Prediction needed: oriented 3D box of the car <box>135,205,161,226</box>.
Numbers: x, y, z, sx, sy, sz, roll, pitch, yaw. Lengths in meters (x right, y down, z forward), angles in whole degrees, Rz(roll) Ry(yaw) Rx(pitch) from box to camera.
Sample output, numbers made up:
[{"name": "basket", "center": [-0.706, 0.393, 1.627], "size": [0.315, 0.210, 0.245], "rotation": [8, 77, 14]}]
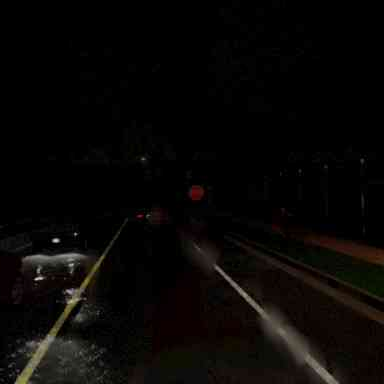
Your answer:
[{"name": "car", "center": [-3.356, 1.730, 25.548], "size": [2.033, 1.411, 5.357], "rotation": [-1, 0, -8]}]

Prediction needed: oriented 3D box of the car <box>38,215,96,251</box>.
[{"name": "car", "center": [-5.592, 1.744, 15.046], "size": [1.994, 1.385, 4.181], "rotation": [-1, 0, -7]}]

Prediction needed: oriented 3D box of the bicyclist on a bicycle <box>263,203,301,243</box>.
[{"name": "bicyclist on a bicycle", "center": [3.658, 1.282, 13.577], "size": [1.656, 1.620, 0.582], "rotation": [-1, 0, -8]}]

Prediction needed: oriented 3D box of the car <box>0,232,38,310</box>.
[{"name": "car", "center": [-4.242, 1.633, 5.333], "size": [1.812, 1.442, 4.674], "rotation": [-1, 0, -8]}]
